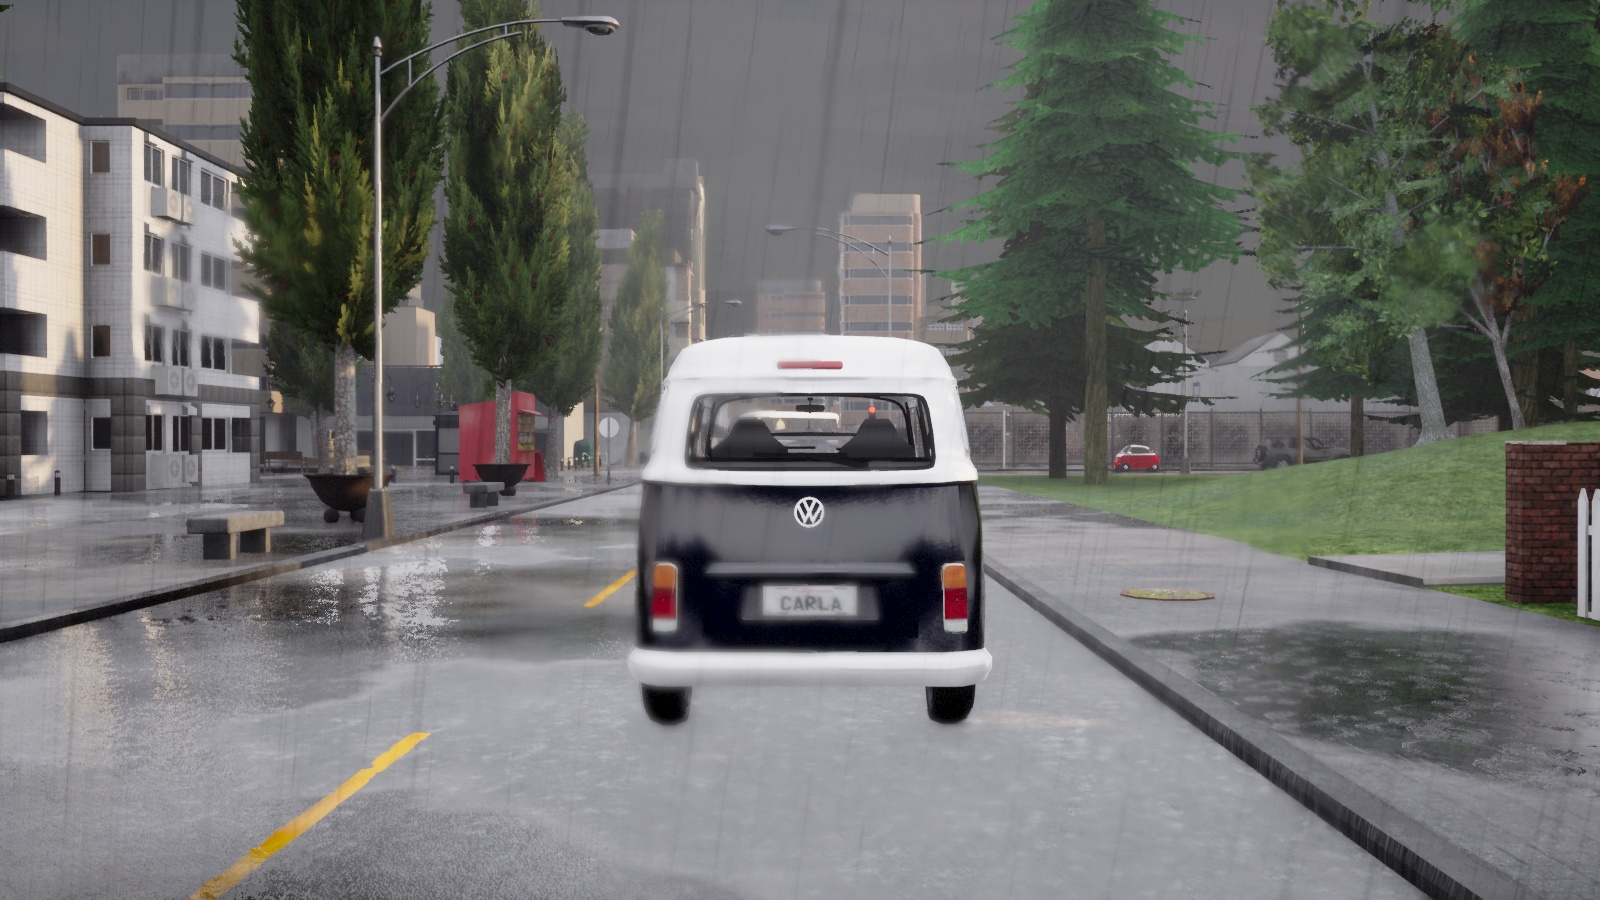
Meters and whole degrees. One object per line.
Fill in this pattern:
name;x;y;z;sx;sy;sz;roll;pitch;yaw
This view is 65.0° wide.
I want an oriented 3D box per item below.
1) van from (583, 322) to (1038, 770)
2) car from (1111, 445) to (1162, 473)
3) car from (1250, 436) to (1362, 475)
van;0.064;0.425;7.961;2.069;2.038;4.480;0;0;0
car;17.163;0.453;64.179;2.207;1.376;1.481;0;0;0
car;24.194;0.243;60.140;4.605;1.855;1.932;0;0;0
